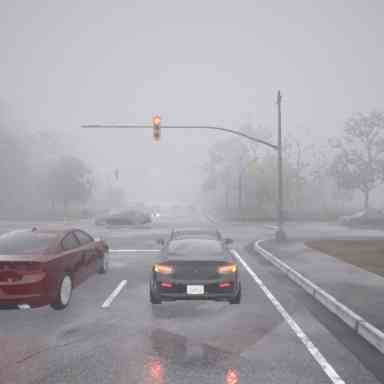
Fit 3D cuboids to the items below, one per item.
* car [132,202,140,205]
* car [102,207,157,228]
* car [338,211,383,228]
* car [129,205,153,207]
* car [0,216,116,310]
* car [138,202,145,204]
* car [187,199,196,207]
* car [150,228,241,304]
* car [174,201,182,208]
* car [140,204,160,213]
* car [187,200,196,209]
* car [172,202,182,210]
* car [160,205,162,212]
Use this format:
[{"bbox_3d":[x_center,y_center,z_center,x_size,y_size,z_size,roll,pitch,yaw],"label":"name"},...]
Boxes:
[{"bbox_3d":[-10.655,3.097,55.829,2.097,1.767,4.553,0,-1,0],"label":"car"},{"bbox_3d":[-5.905,2.311,28.826,4.902,1.511,2.128,0,-2,4],"label":"car"},{"bbox_3d":[15.050,2.338,28.690,4.674,1.442,1.812,0,-2,-2],"label":"car"},{"bbox_3d":[-7.147,3.029,47.103,1.882,1.535,5.008,0,-2,1],"label":"car"},{"bbox_3d":[-3.427,1.555,8.048,1.882,1.535,5.008,0,-1,0],"label":"car"},{"bbox_3d":[-10.607,3.030,66.489,2.150,2.045,5.566,0,0,0],"label":"car"},{"bbox_3d":[-0.204,2.881,86.937,2.097,1.767,4.553,0,0,-3],"label":"car"},{"bbox_3d":[0.070,1.605,8.191,1.812,1.442,4.674,0,-1,0],"label":"car"},{"bbox_3d":[-3.712,3.214,86.815,1.812,1.442,4.674,0,0,-3],"label":"car"},{"bbox_3d":[-7.157,3.247,56.573,2.128,1.511,4.902,0,-1,0],"label":"car"},{"bbox_3d":[-0.099,3.293,77.203,1.994,1.385,4.181,0,0,0],"label":"car"},{"bbox_3d":[-3.598,3.345,76.904,1.895,1.301,4.718,0,0,0],"label":"car"},{"bbox_3d":[-7.107,3.300,66.630,2.128,1.511,4.902,0,0,0],"label":"car"}]
